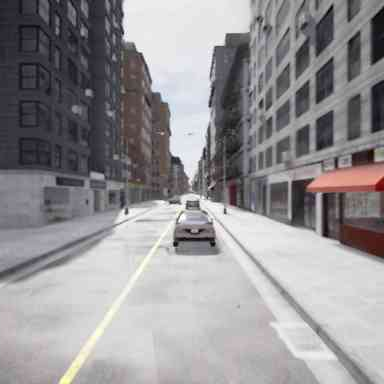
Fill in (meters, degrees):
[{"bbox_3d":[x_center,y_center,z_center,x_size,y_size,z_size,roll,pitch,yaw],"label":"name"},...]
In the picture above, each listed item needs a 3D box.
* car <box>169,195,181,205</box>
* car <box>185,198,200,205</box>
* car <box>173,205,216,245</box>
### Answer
[{"bbox_3d":[-3.039,1.376,59.981,2.097,1.767,4.553,0,0,1],"label":"car"},{"bbox_3d":[0.095,1.505,44.067,2.128,1.511,4.902,0,0,0],"label":"car"},{"bbox_3d":[0.098,1.552,15.397,2.033,1.411,5.357,0,0,0],"label":"car"}]
